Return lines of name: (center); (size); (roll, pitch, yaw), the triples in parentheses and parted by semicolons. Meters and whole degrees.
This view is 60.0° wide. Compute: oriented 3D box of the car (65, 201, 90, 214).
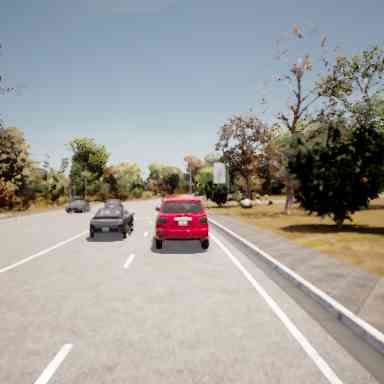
car: (-13.054, 1.699, 38.492); (2.033, 1.411, 5.357); (0, 0, -5)

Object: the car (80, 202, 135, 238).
car: (-4.216, 1.551, 18.042); (2.128, 1.511, 4.902); (0, 0, -4)

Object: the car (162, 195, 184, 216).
car: (-2.118, 1.338, 36.045); (2.150, 2.045, 5.566); (0, 0, -5)

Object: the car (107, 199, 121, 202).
car: (-9.769, 1.654, 41.360); (2.128, 1.511, 4.902); (0, 0, -5)

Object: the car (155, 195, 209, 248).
car: (-0.501, 1.265, 15.151); (2.150, 2.045, 5.566); (0, 0, -3)
